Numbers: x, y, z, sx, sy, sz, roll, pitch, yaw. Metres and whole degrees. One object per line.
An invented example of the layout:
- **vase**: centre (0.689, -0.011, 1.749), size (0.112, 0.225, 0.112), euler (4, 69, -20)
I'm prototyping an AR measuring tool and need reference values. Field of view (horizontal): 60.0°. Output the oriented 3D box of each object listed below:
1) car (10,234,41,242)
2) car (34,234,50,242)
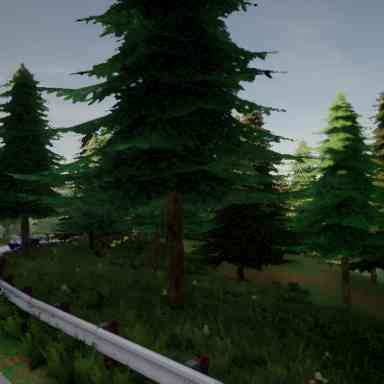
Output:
- **car**: centre (-16.686, 4.907, 33.287), size (2.033, 1.411, 5.357), euler (-1, -6, -13)
- **car**: centre (-27.285, 8.335, 60.696), size (1.994, 1.385, 4.181), euler (-1, -6, -15)
